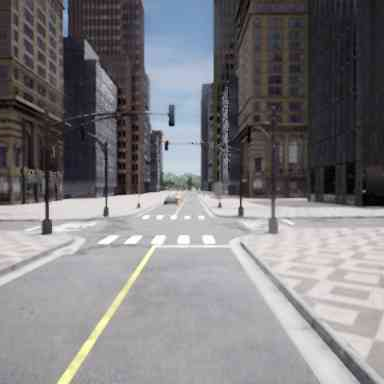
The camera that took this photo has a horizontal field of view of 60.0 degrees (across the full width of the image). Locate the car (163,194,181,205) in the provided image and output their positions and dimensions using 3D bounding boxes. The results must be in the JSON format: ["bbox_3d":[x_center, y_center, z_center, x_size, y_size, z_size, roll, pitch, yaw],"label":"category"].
[{"bbox_3d":[-3.072,1.241,48.956,1.994,1.385,4.181,0,0,0],"label":"car"}]
